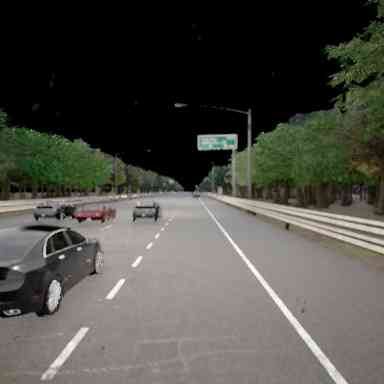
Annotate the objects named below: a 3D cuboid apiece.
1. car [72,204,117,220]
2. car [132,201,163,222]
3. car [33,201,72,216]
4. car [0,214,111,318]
[{"bbox_3d":[-6.855,1.528,24.374,1.895,1.301,4.718,0,0,0],"label":"car"},{"bbox_3d":[-3.351,1.415,25.635,2.128,1.511,4.902,0,0,0],"label":"car"},{"bbox_3d":[-10.351,1.415,25.601,2.128,1.511,4.902,0,0,0],"label":"car"},{"bbox_3d":[-3.392,1.484,7.399,1.837,1.490,4.892,0,0,0],"label":"car"}]
